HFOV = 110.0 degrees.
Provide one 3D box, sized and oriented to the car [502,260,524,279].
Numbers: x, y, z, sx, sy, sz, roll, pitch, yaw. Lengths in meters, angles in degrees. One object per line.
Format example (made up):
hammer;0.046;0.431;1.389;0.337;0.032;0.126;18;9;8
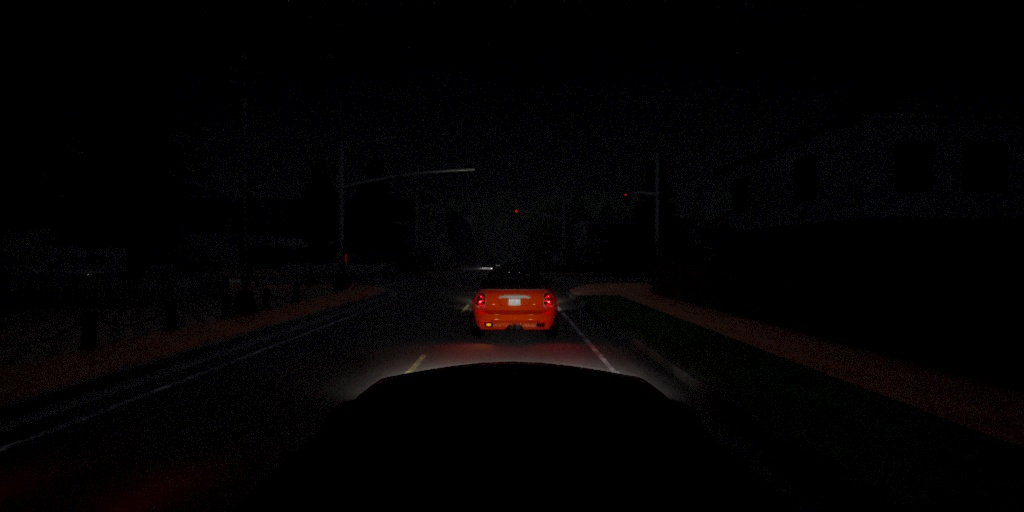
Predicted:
car;0.093;1.162;32.810;1.837;1.490;4.892;0;0;0

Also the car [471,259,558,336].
car;0.071;1.077;10.402;2.097;1.767;4.553;0;0;0

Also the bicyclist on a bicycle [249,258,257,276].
bicyclist on a bicycle;-23.558;0.978;32.261;0.582;1.620;1.656;0;0;-2

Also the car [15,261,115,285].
car;-30.295;1.226;24.595;4.674;1.442;1.812;0;0;-2
